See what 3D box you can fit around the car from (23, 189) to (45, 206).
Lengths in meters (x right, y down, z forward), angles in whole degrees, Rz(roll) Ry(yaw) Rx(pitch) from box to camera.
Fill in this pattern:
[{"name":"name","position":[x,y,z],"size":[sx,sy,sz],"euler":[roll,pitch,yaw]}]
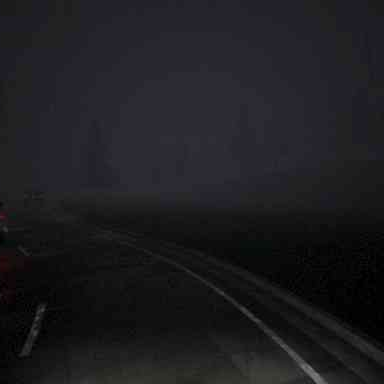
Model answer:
[{"name":"car","position":[-19.508,0.657,41.071],"size":[2.150,2.045,5.566],"euler":[-1,1,-23]}]

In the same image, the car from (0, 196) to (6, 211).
[{"name":"car","position":[-20.085,1.159,33.699],"size":[1.895,1.301,4.718],"euler":[-1,1,-25]}]

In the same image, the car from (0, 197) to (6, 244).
[{"name":"car","position":[-9.258,1.042,13.955],"size":[2.150,2.045,5.566],"euler":[-1,1,-33]}]
